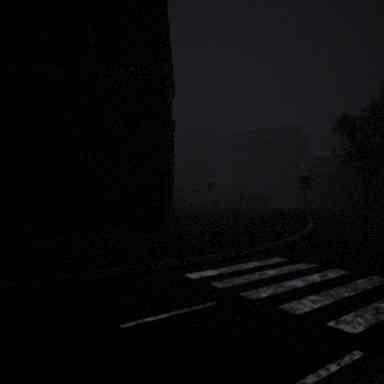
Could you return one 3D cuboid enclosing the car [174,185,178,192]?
[{"bbox_3d":[-3.584,-0.796,70.621,1.946,1.575,5.366,6,2,11],"label":"car"}]

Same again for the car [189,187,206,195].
[{"bbox_3d":[1.617,-0.207,67.635,2.231,1.521,4.892,5,2,12],"label":"car"}]

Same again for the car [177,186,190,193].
[{"bbox_3d":[-0.965,-0.462,69.225,2.002,1.452,4.674,6,2,12],"label":"car"}]
